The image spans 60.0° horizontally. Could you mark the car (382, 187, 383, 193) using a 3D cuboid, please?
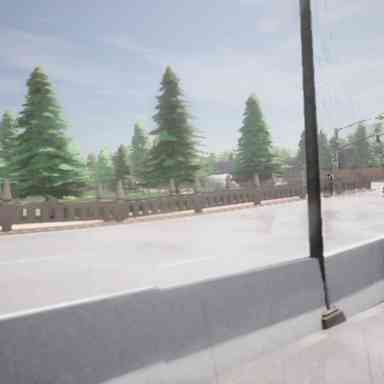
[{"bbox_3d":[19.544,-0.364,30.667,4.718,1.301,1.895,-5,3,-34],"label":"car"}]
